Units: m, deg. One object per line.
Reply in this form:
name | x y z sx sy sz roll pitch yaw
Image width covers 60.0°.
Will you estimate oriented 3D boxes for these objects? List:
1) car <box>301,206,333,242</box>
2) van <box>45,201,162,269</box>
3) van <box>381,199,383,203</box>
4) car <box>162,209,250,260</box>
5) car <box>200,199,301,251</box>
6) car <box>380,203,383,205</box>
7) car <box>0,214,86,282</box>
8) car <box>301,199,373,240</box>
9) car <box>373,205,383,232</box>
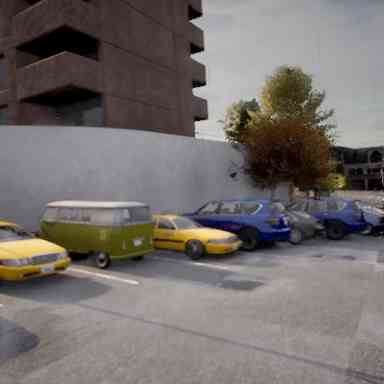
car | 4.004 1.609 16.442 4.892 1.521 2.231 -1 -1 35
van | -3.413 1.303 11.280 4.442 1.987 1.878 -1 -1 34
van | 16.274 1.519 25.084 4.442 1.987 1.878 -1 -1 36
car | -0.726 1.548 12.855 5.366 1.575 1.946 -1 -1 34
car | 1.530 1.329 14.722 5.566 2.045 2.435 -1 -1 35
car | 11.411 1.691 21.623 4.892 1.521 2.231 -1 -1 35
car | -5.596 1.501 9.363 5.366 1.575 1.946 -1 -1 35
car | 6.444 1.384 18.198 5.566 2.045 2.435 -1 -1 35
car | 8.918 1.692 19.916 4.792 1.488 2.163 -1 -1 35
